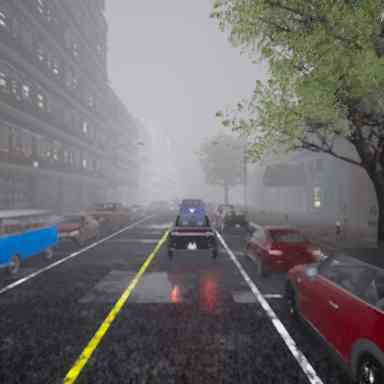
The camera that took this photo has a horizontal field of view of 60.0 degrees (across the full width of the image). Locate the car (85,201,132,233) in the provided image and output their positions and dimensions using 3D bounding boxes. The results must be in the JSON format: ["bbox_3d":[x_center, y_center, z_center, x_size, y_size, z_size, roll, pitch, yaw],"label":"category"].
[{"bbox_3d":[-5.685,1.557,21.838,2.192,1.841,5.009,0,-1,0],"label":"car"}]

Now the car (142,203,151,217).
[{"bbox_3d":[-5.681,1.926,33.228,2.008,1.369,4.403,0,-1,0],"label":"car"}]

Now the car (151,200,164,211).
[{"bbox_3d":[-5.676,2.104,50.148,1.752,1.417,4.829,0,-1,0],"label":"car"}]

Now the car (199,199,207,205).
[{"bbox_3d":[2.716,2.560,84.490,1.887,1.381,4.507,0,-1,0],"label":"car"}]

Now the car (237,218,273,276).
[{"bbox_3d":[2.692,1.696,10.439,1.802,1.307,4.206,0,-1,0],"label":"car"}]

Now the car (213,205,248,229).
[{"bbox_3d":[2.696,1.793,21.831,2.008,1.369,4.403,0,-1,0],"label":"car"}]

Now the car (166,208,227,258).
[{"bbox_3d":[0.021,1.641,13.490,2.128,1.511,4.902,0,0,0],"label":"car"}]

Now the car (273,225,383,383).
[{"bbox_3d":[2.690,1.493,4.743,1.967,1.590,4.097,0,-1,0],"label":"car"}]

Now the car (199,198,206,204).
[{"bbox_3d":[3.033,2.621,95.690,1.801,1.575,5.366,0,-1,0],"label":"car"}]

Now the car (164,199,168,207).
[{"bbox_3d":[-5.673,2.194,56.015,1.887,1.381,4.507,0,-1,0],"label":"car"}]

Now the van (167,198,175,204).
[{"bbox_3d":[-5.664,2.433,90.195,1.690,1.788,3.998,0,-1,0],"label":"van"}]

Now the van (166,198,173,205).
[{"bbox_3d":[-5.666,2.357,84.499,1.690,1.788,3.998,0,-1,0],"label":"van"}]

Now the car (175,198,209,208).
[{"bbox_3d":[0.016,1.533,27.544,2.150,2.045,5.566,0,0,0],"label":"car"}]

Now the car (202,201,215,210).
[{"bbox_3d":[2.707,2.201,56.010,2.008,1.369,4.403,0,-1,0],"label":"car"}]

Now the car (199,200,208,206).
[{"bbox_3d":[2.714,2.522,78.793,1.802,1.307,4.206,0,-1,0],"label":"car"}]

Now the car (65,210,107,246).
[{"bbox_3d":[-5.687,1.760,16.139,1.802,1.307,4.206,0,-1,0],"label":"car"}]

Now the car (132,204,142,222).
[{"bbox_3d":[-5.683,1.874,27.532,1.947,1.339,4.313,0,-1,0],"label":"car"}]

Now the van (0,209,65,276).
[{"bbox_3d":[-5.689,1.455,10.445,1.690,1.788,3.998,0,-1,0],"label":"van"}]

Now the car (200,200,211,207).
[{"bbox_3d":[2.710,2.337,67.401,1.887,1.381,4.507,0,-1,0],"label":"car"}]

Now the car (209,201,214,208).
[{"bbox_3d":[2.698,1.748,27.529,1.967,1.590,4.097,0,-1,0],"label":"car"}]

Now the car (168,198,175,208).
[{"bbox_3d":[-2.996,2.117,65.223,2.097,1.767,4.553,0,-1,0],"label":"car"}]
